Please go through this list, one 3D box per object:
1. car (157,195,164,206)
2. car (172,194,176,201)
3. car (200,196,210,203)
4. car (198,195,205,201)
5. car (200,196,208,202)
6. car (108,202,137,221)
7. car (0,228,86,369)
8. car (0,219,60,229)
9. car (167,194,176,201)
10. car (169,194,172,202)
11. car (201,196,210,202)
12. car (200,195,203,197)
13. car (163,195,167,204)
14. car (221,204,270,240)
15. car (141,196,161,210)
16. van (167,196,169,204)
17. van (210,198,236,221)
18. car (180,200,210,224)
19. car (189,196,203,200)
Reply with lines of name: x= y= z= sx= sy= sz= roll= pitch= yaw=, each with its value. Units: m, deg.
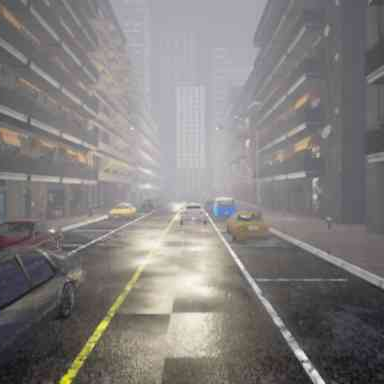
car: x=-5.692 y=1.604 z=49.779 sx=1.887 sy=1.381 sz=4.507 roll=0 pitch=0 yaw=0
car: x=-5.689 y=1.677 z=82.920 sx=1.947 sy=1.339 sz=4.313 roll=-1 pitch=0 yaw=0
car: x=2.690 y=1.643 z=71.858 sx=2.008 sy=1.369 sz=4.403 roll=-1 pitch=0 yaw=0
car: x=2.693 y=1.675 z=93.952 sx=1.887 sy=1.381 sz=4.507 roll=-1 pitch=0 yaw=0
car: x=2.691 y=1.627 z=77.552 sx=1.752 sy=1.417 sz=4.829 roll=-1 pitch=0 yaw=0
car: x=-5.696 y=1.556 z=27.515 sx=1.752 sy=1.417 sz=4.829 roll=0 pitch=0 yaw=0
car: x=-3.093 y=1.552 z=4.606 sx=2.033 sy=1.411 sz=5.357 roll=0 pitch=0 yaw=0
car: x=-5.696 y=1.593 z=11.114 sx=1.802 sy=1.307 sz=4.206 roll=0 pitch=0 yaw=0
car: x=-5.690 y=1.445 z=93.966 sx=2.192 sy=1.841 sz=5.009 roll=-1 pitch=0 yaw=0
car: x=-5.692 y=1.524 z=66.350 sx=1.967 sy=1.590 sz=4.097 roll=-1 pitch=0 yaw=0
car: x=2.688 y=1.610 z=49.764 sx=2.008 sy=1.369 sz=4.403 roll=-1 pitch=0 yaw=0
car: x=2.689 y=1.618 z=55.288 sx=2.008 sy=1.369 sz=4.403 roll=-1 pitch=0 yaw=0
car: x=-5.692 y=1.612 z=55.303 sx=1.887 sy=1.381 sz=4.507 roll=0 pitch=0 yaw=0
car: x=2.684 y=1.543 z=16.794 sx=1.752 sy=1.417 sz=4.829 roll=-1 pitch=0 yaw=0
car: x=-5.693 y=1.618 z=44.255 sx=1.947 sy=1.339 sz=4.313 roll=0 pitch=0 yaw=0
van: x=-5.694 y=1.417 z=60.826 sx=1.690 sy=1.788 sz=3.998 roll=-1 pitch=0 yaw=0
van: x=2.684 y=1.371 z=27.672 sx=1.690 sy=1.788 sz=3.998 roll=-1 pitch=0 yaw=0
car: x=0.102 y=1.552 z=24.630 sx=1.812 sy=1.442 sz=4.674 roll=0 pitch=0 yaw=0
car: x=0.107 y=1.655 z=45.970 sx=1.895 sy=1.301 sz=4.718 roll=0 pitch=0 yaw=0
